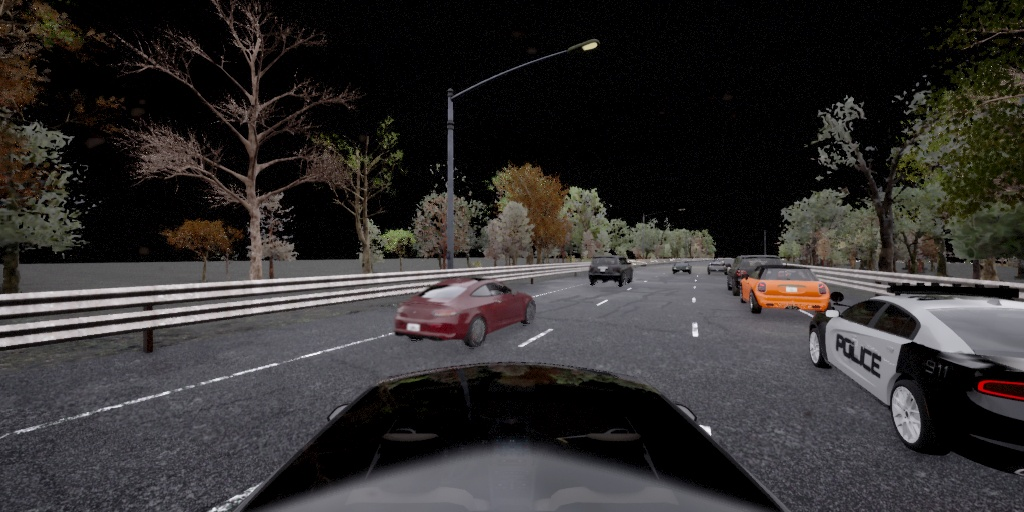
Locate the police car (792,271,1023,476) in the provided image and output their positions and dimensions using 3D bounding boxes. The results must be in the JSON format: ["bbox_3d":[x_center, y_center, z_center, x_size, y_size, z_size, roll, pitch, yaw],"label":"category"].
[{"bbox_3d":[5.614,1.175,4.707,1.930,1.638,5.238,0,0,26],"label":"police car"}]

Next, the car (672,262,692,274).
[{"bbox_3d":[19.393,1.369,40.789,1.895,1.301,4.718,0,0,29],"label":"car"}]

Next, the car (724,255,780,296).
[{"bbox_3d":[12.671,0.978,18.754,2.150,2.045,5.566,0,0,27],"label":"car"}]

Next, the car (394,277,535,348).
[{"bbox_3d":[-0.967,1.276,9.297,1.812,1.442,4.674,0,0,26],"label":"car"}]

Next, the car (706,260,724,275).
[{"bbox_3d":[22.503,1.261,39.304,2.128,1.511,4.902,0,0,29],"label":"car"}]

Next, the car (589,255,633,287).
[{"bbox_3d":[6.992,0.976,25.032,2.150,2.045,5.566,0,0,27],"label":"car"}]

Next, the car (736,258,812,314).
[{"bbox_3d":[9.951,1.102,13.423,2.097,1.767,4.553,0,0,27],"label":"car"}]
